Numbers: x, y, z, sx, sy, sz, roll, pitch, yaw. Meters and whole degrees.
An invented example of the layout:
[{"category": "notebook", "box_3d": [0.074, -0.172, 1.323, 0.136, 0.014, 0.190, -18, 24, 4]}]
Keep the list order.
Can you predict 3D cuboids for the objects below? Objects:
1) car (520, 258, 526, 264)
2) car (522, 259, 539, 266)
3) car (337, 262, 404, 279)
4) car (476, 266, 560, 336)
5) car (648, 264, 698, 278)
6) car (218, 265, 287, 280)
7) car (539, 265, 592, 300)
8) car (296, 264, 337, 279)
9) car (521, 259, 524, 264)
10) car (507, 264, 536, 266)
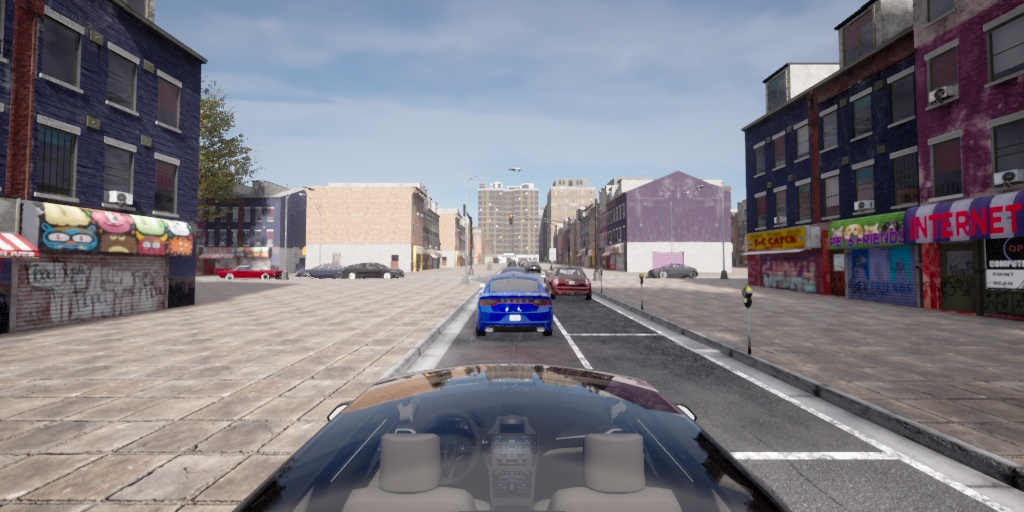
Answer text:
[{"category": "car", "box_3d": [2.633, 1.448, 55.609, 1.751, 1.417, 4.829, 0, 0, 0]}, {"category": "car", "box_3d": [2.634, 1.420, 44.566, 1.948, 1.339, 4.313, 0, 0, 0]}, {"category": "car", "box_3d": [-11.508, 1.270, 29.881, 4.892, 1.490, 1.837, 0, -2, 2]}, {"category": "car", "box_3d": [0.039, 1.233, 10.480, 1.882, 1.535, 5.008, 0, 0, -1]}, {"category": "car", "box_3d": [14.605, 1.379, 32.653, 4.181, 1.385, 1.994, 0, -2, 0]}, {"category": "car", "box_3d": [-21.506, 1.436, 29.929, 4.718, 1.301, 1.895, -1, -2, 0]}, {"category": "car", "box_3d": [2.635, 1.206, 17.822, 1.967, 1.591, 4.097, 0, 0, 0]}, {"category": "car", "box_3d": [-16.729, 1.441, 32.853, 5.357, 1.411, 2.033, 0, -2, 0]}, {"category": "car", "box_3d": [2.633, 1.452, 50.002, 1.948, 1.339, 4.313, 0, 0, 0]}, {"category": "car", "box_3d": [0.098, 1.292, 18.022, 1.812, 1.442, 4.674, 0, 0, 0]}]
